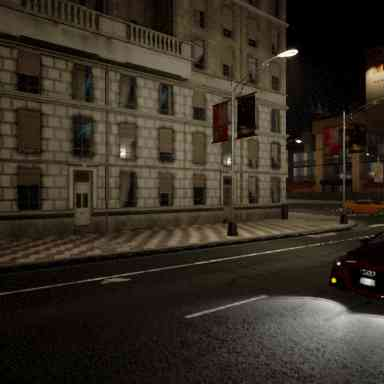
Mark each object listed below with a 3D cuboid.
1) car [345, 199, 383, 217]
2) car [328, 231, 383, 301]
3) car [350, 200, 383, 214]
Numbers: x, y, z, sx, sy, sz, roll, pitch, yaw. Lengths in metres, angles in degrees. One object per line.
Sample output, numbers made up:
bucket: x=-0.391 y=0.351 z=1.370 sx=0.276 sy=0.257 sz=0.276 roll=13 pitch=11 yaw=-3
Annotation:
car: x=16.862 y=1.477 z=31.500 sx=1.882 sy=1.535 sz=5.008 roll=0 pitch=0 yaw=-32
car: x=5.029 y=1.564 z=7.651 sx=4.181 sy=1.385 sz=1.994 roll=0 pitch=0 yaw=-36
car: x=19.295 y=1.601 z=34.774 sx=1.895 sy=1.301 sz=4.718 roll=0 pitch=0 yaw=-38
